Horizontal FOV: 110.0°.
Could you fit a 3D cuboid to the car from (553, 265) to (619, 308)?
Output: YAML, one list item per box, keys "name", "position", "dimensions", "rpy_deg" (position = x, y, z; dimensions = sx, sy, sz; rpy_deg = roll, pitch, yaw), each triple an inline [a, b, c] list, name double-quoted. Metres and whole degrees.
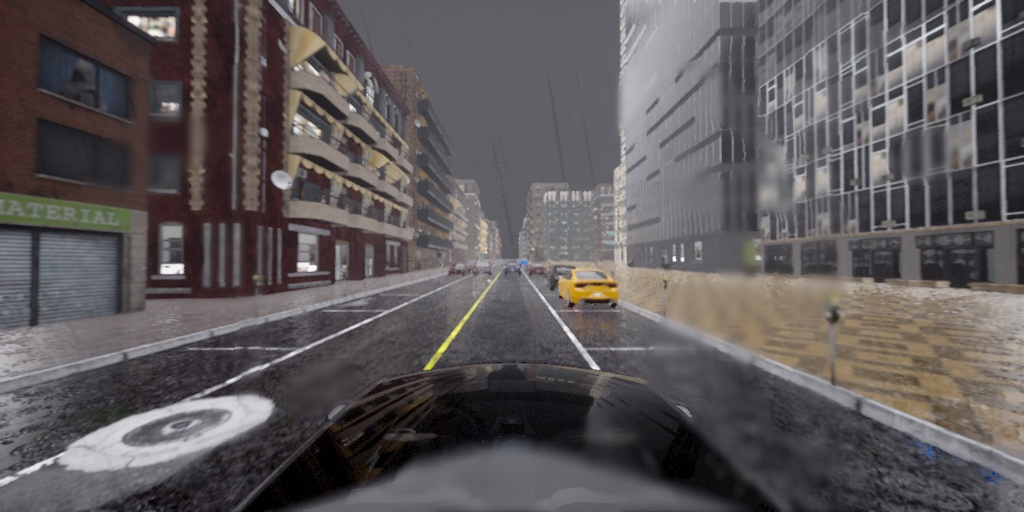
- name: "car"
  position: [3.136, 1.267, 15.603]
  dimensions: [1.882, 1.535, 5.008]
  rpy_deg: [0, 0, 0]

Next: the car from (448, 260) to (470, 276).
- name: "car"
  position: [-5.699, 1.401, 38.531]
  dimensions: [1.888, 1.381, 4.507]
  rpy_deg: [0, 0, 0]

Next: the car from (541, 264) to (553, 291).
- name: "car"
  position: [3.140, 1.314, 22.604]
  dimensions: [1.837, 1.490, 4.892]
  rpy_deg: [0, 0, 0]

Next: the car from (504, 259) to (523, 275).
- name: "car"
  position: [0.073, 1.393, 41.858]
  dimensions: [1.812, 1.442, 4.674]
  rpy_deg: [0, -1, 0]

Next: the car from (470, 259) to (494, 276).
- name: "car"
  position: [-3.102, 1.382, 38.547]
  dimensions: [1.812, 1.442, 4.674]
  rpy_deg: [0, 0, 0]

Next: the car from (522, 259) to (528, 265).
- name: "car"
  position: [2.680, 1.439, 49.671]
  dimensions: [2.007, 1.370, 4.403]
  rpy_deg: [0, 0, 0]

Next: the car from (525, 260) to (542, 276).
- name: "car"
  position: [2.682, 1.401, 38.531]
  dimensions: [1.888, 1.381, 4.507]
  rpy_deg: [0, 0, 0]
